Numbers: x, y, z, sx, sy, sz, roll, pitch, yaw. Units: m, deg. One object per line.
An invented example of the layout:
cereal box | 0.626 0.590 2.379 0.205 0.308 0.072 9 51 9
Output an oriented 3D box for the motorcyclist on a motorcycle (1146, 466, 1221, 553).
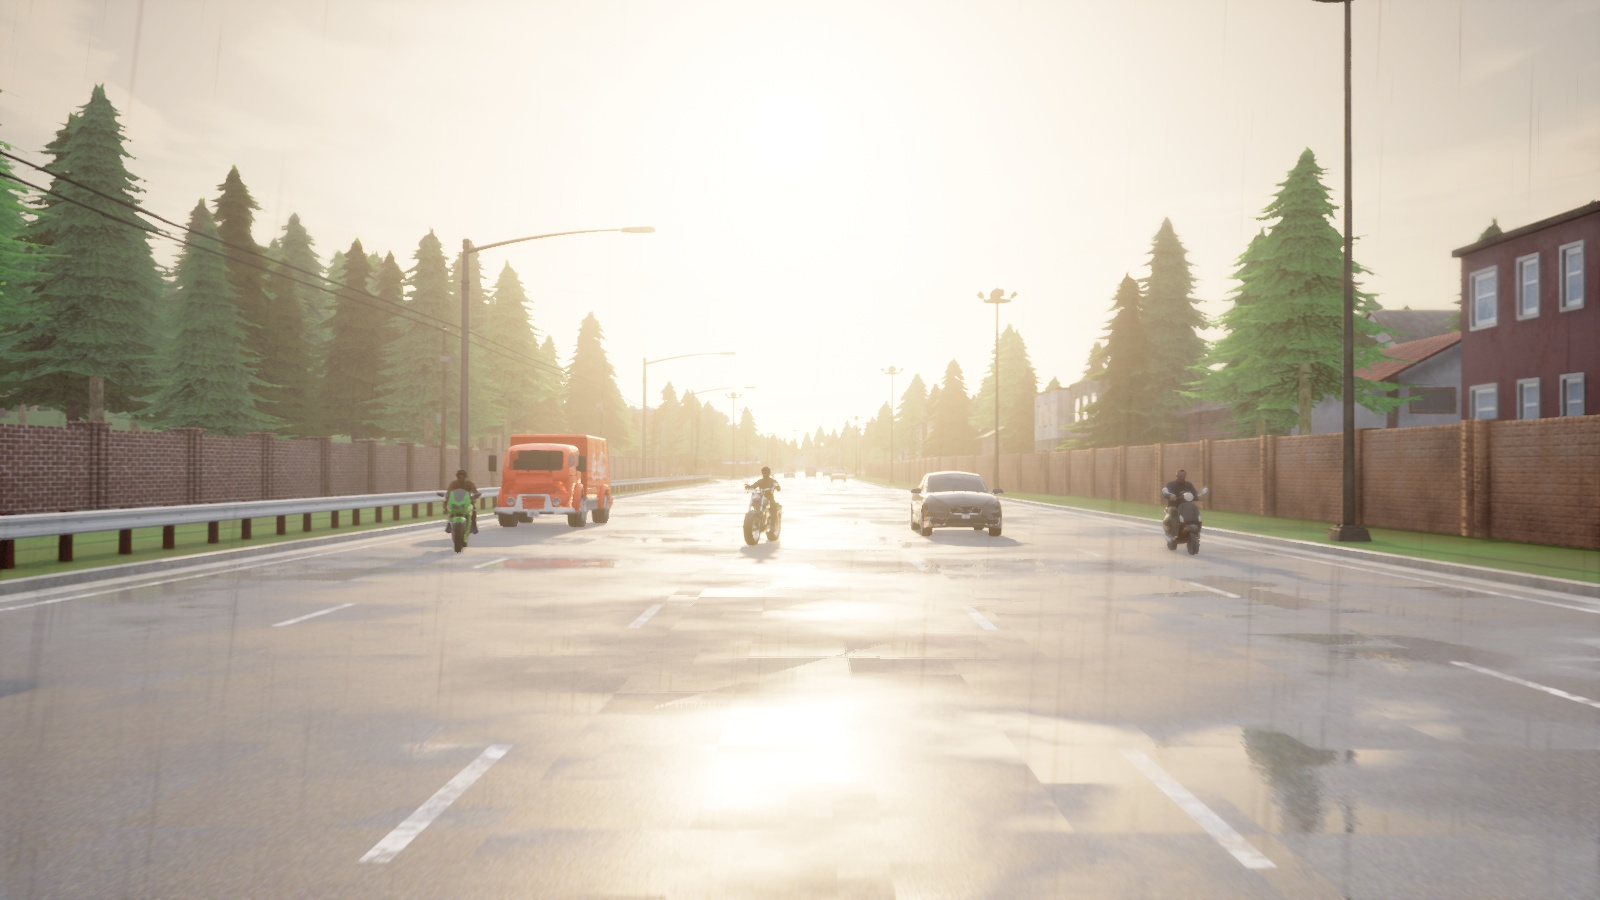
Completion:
motorcyclist on a motorcycle | 7.217 1.092 23.704 0.866 1.590 1.817 0 -1 0

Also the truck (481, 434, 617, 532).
truck | -6.704 0.867 34.262 2.627 2.467 5.204 0 -1 0

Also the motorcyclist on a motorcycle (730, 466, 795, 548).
motorcyclist on a motorcycle | -0.765 1.162 26.382 0.766 1.649 2.350 0 -1 14

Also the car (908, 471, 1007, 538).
car | 3.771 1.264 30.761 1.837 1.490 4.892 0 -1 0

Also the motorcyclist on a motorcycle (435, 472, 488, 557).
motorcyclist on a motorcycle | -6.324 1.173 23.531 0.797 1.523 2.044 0 -1 -11
